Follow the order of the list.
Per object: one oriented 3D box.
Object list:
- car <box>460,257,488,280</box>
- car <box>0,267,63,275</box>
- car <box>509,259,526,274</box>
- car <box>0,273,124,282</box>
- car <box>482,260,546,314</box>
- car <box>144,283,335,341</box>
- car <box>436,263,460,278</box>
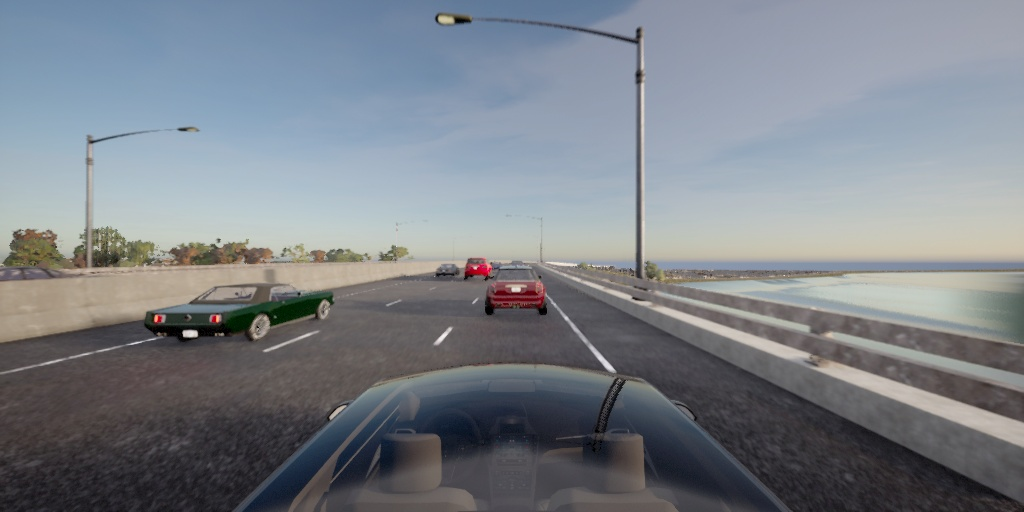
[{"bbox_3d":[-3.100,1.129,33.473,2.150,2.045,5.566,0,0,1],"label":"car"},{"bbox_3d":[-20.953,1.145,14.718,2.033,1.411,5.357,0,0,0],"label":"car"},{"bbox_3d":[0.718,1.346,47.367,2.097,1.767,4.553,0,0,2],"label":"car"},{"bbox_3d":[-17.453,1.466,14.658,1.895,1.301,4.718,0,0,0],"label":"car"},{"bbox_3d":[0.152,1.160,14.216,2.097,1.767,4.553,0,0,0],"label":"car"},{"bbox_3d":[-6.883,1.385,9.910,1.895,1.301,4.718,0,0,0],"label":"car"},{"bbox_3d":[-6.538,1.475,37.223,2.033,1.411,5.357,0,0,1],"label":"car"}]
